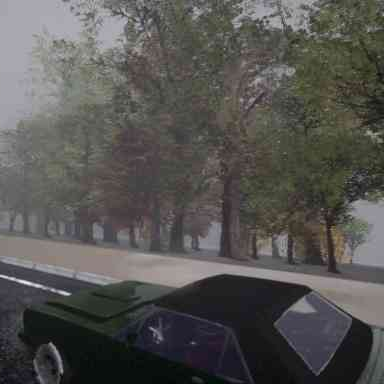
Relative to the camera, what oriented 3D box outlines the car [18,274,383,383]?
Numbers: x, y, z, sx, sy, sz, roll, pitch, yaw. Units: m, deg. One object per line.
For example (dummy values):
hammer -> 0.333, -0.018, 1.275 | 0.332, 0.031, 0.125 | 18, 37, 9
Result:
car -> 0.144, 1.623, 3.581 | 4.718, 1.301, 1.895 | -1, -1, 36
